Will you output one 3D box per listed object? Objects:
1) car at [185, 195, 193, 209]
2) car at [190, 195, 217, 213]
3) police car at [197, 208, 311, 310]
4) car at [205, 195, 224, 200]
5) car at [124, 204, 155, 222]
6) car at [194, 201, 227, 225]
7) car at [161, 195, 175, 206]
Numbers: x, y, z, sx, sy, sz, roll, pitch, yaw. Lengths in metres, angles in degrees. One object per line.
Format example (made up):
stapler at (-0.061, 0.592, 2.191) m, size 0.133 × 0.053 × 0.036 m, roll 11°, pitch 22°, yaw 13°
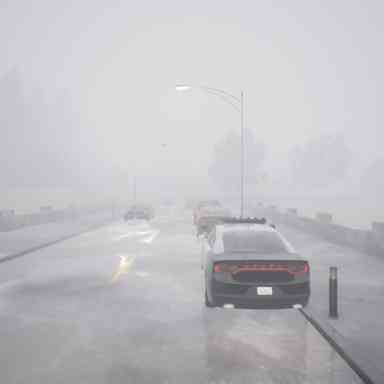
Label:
car at (0.012, 1.491, 44.786) m, size 2.128 × 1.511 × 4.902 m, roll 0°, pitch 0°, yaw 1°
car at (1.146, 1.300, 23.929) m, size 2.097 × 1.767 × 4.553 m, roll -3°, pitch 0°, yaw 0°
police car at (1.200, 1.425, 8.069) m, size 1.930 × 1.638 × 5.238 m, roll 0°, pitch 0°, yaw 0°
car at (6.310, 1.454, 93.406) m, size 5.357 × 1.415 × 2.033 m, roll 0°, pitch 0°, yaw -40°
car at (-4.102, 1.600, 26.356) m, size 1.895 × 1.301 × 4.718 m, roll 0°, pitch 0°, yaw 0°
car at (1.199, 1.478, 17.959) m, size 1.882 × 1.535 × 5.008 m, roll 0°, pitch 0°, yaw 0°
car at (-4.046, 1.351, 55.904) m, size 2.097 × 1.767 × 4.553 m, roll 0°, pitch 0°, yaw 1°
